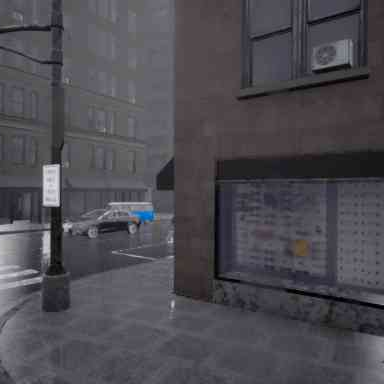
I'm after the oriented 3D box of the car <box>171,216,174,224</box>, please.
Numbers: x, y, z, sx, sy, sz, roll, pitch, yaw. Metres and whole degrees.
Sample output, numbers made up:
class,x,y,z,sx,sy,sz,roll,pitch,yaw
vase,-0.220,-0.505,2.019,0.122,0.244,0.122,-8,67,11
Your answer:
class,x,y,z,sx,sy,sz,roll,pitch,yaw
car,0.230,1.947,26.477,1.994,1.385,4.181,0,-1,36

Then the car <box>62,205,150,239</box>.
class,x,y,z,sx,sy,sz,roll,pitch,yaw
car,-5.026,1.727,19.015,2.128,1.511,4.902,0,-1,35

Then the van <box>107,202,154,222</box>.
class,x,y,z,sx,sy,sz,roll,pitch,yaw
van,-4.536,1.636,24.198,1.690,1.788,3.998,-1,-1,35
